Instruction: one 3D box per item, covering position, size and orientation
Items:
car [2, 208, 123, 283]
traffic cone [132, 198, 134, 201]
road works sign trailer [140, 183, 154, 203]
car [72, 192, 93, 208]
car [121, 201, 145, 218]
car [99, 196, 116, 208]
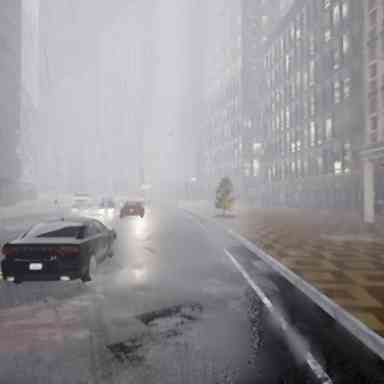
[{"bbox_3d":[-3.452,1.438,9.615,1.882,1.535,5.008,0,0,-2],"label":"car"},{"bbox_3d":[-11.927,1.651,69.153,0.340,0.580,0.340,0,0,-17],"label":"traffic cone"},{"bbox_3d":[-8.601,0.193,62.835,2.380,3.560,2.880,0,0,-17],"label":"road works sign trailer"},{"bbox_3d":[-14.309,1.011,43.848,2.150,2.045,5.566,0,0,-11],"label":"car"},{"bbox_3d":[-5.127,1.435,28.866,1.994,1.385,4.181,0,0,-7],"label":"car"},{"bbox_3d":[-10.694,1.295,42.178,2.128,1.511,4.902,0,0,-11],"label":"car"}]
